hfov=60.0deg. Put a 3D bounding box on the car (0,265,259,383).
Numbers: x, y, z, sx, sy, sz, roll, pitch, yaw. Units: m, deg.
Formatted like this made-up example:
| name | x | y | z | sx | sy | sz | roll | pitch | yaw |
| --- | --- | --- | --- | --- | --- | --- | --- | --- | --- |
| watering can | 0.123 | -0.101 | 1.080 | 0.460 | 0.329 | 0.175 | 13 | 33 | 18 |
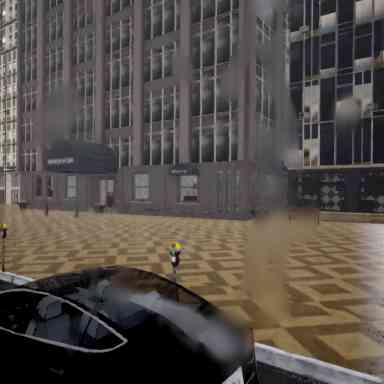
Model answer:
| name | x | y | z | sx | sy | sz | roll | pitch | yaw |
| --- | --- | --- | --- | --- | --- | --- | --- | --- | --- |
| car | -1.367 | 1.565 | 3.841 | 4.313 | 1.339 | 1.947 | 0 | 1 | 35 |
